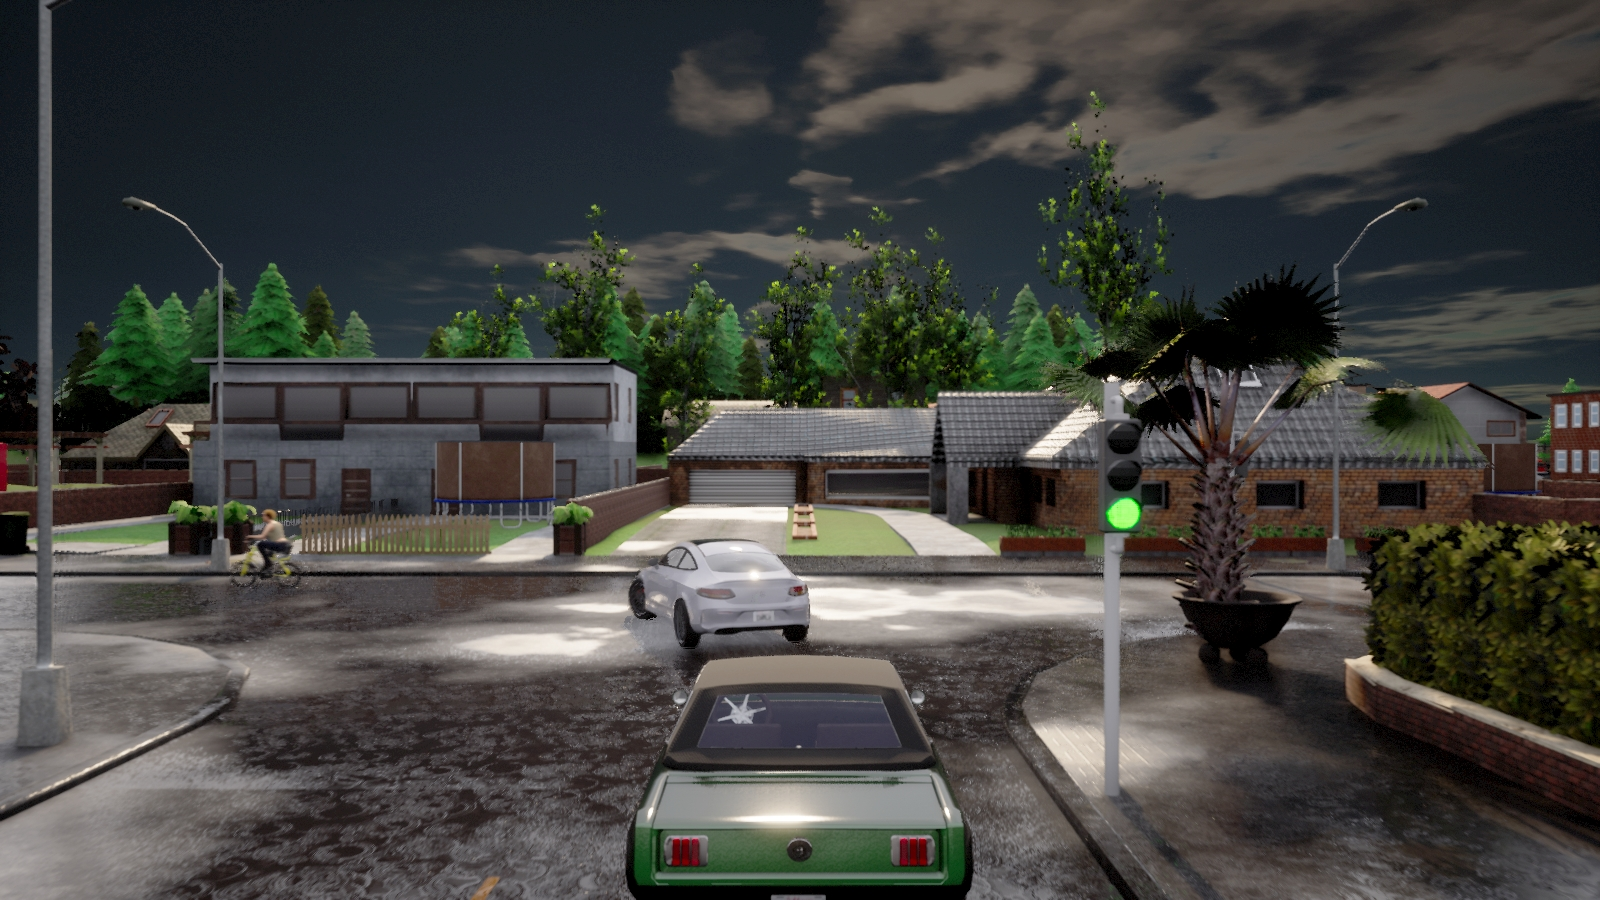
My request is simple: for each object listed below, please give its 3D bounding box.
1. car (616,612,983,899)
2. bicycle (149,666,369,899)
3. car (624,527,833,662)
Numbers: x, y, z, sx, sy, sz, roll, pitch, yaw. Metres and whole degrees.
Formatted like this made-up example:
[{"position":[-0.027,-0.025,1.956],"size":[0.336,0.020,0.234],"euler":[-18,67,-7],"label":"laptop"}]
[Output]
[{"position":[-0.008,2.155,8.259],"size":[1.895,1.301,4.718],"euler":[0,0,0],"label":"car"},{"position":[-2.803,2.060,6.105],"size":[0.329,1.471,1.835],"euler":[0,0,-1],"label":"bicycle"},{"position":[-1.269,2.081,17.632],"size":[2.002,1.442,4.674],"euler":[0,0,-20],"label":"car"}]
